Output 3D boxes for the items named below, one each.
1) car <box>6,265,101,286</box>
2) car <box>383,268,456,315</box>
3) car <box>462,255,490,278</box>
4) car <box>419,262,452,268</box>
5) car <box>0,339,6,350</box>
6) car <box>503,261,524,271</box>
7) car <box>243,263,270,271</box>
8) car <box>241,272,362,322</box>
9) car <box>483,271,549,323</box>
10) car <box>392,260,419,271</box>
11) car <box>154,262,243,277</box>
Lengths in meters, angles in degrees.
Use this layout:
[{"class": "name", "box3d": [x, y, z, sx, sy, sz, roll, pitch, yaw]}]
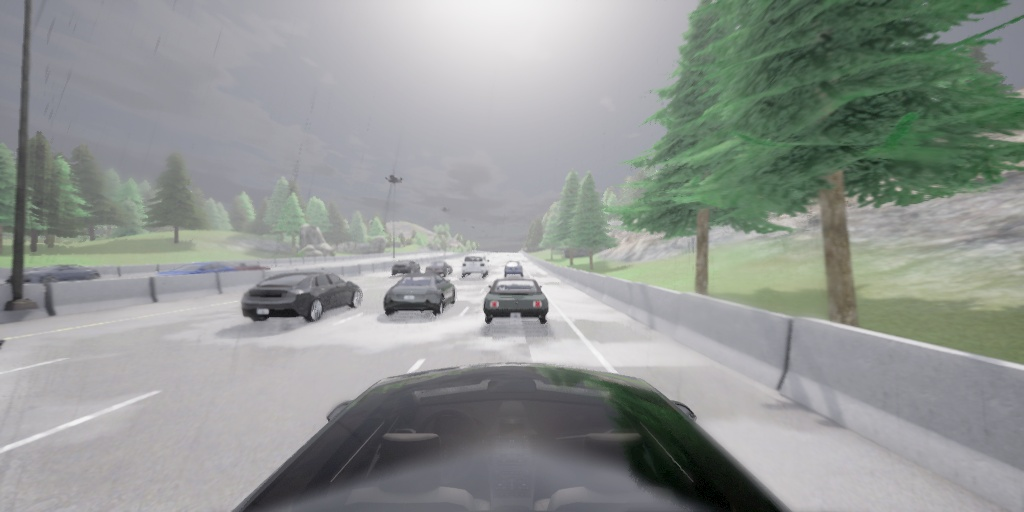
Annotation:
[{"class": "car", "box3d": [-31.568, 1.285, 24.889, 1.994, 1.385, 4.181, 0, 0, 0]}, {"class": "car", "box3d": [-3.386, 1.342, 13.831, 1.994, 1.385, 4.181, 0, 0, 0]}, {"class": "car", "box3d": [-3.363, 0.910, 33.594, 2.150, 2.045, 5.566, 0, 1, 0]}, {"class": "car", "box3d": [-6.863, 1.228, 33.885, 2.033, 1.411, 5.357, 0, 1, 0]}, {"class": "car", "box3d": [-10.396, 1.299, 4.150, 2.033, 1.411, 5.357, 0, 0, 0]}, {"class": "car", "box3d": [0.138, 1.229, 34.390, 2.033, 1.411, 5.357, 0, 1, 0]}, {"class": "car", "box3d": [-24.555, 1.274, 32.707, 1.895, 1.301, 4.718, 0, 1, 0]}, {"class": "car", "box3d": [-6.887, 1.281, 12.353, 1.837, 1.490, 4.892, 0, 0, 0]}, {"class": "car", "box3d": [0.111, 1.381, 12.254, 1.895, 1.301, 4.718, 0, 0, 0]}, {"class": "car", "box3d": [-10.361, 1.170, 35.353, 1.837, 1.490, 4.892, 0, 1, 0]}, {"class": "car", "box3d": [-21.072, 1.213, 24.068, 1.882, 1.535, 5.008, 0, 0, 0]}]
